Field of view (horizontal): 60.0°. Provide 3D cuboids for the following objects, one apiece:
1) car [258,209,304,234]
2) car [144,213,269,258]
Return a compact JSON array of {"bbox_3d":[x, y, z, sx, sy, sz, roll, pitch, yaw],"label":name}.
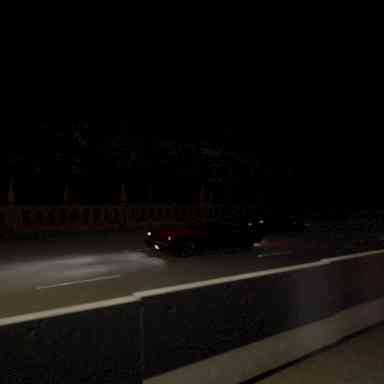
[{"bbox_3d":[4.973,1.721,20.407,4.181,1.385,1.994,1,-1,-35],"label":"car"},{"bbox_3d":[0.576,1.659,12.989,4.718,1.301,1.895,1,-1,-35],"label":"car"}]
